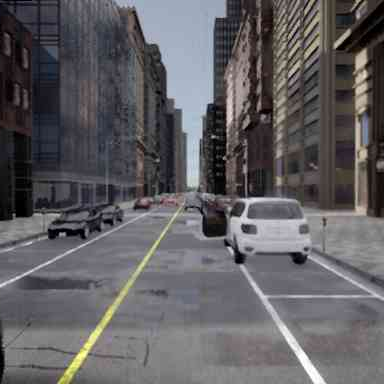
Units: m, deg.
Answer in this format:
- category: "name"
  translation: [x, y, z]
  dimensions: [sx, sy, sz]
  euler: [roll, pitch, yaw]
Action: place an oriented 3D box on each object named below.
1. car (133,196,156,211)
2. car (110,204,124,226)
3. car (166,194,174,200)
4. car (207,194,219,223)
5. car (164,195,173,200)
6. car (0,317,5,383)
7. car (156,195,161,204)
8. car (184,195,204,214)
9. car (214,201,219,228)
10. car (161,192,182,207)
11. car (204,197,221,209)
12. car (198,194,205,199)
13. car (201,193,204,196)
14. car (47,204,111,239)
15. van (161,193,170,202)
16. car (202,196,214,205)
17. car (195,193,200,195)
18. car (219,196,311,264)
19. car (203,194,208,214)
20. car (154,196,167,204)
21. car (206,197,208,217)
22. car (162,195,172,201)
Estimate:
- category: "car"
  translation: [-5.816, 1.449, 39.456]
  dimensions: [1.887, 1.381, 4.507]
  euler: [0, 0, 0]
- category: "car"
  translation: [-5.794, 1.508, 22.649]
  dimensions: [1.947, 1.339, 4.313]
  euler: [0, 0, 0]
- category: "car"
  translation: [-5.880, 1.322, 89.705]
  dimensions: [1.752, 1.417, 4.829]
  euler: [0, 0, 0]
- category: "car"
  translation: [2.723, 1.243, 28.273]
  dimensions: [2.192, 1.841, 5.009]
  euler: [0, 0, 0]
- category: "car"
  translation: [-5.873, 1.353, 84.272]
  dimensions: [1.887, 1.381, 4.507]
  euler: [0, 0, 0]
- category: "car"
  translation: [-3.103, 1.347, 1.740]
  dimensions: [2.097, 1.767, 4.553]
  euler: [0, 0, 0]
- category: "car"
  translation: [-5.838, 1.308, 56.262]
  dimensions: [1.967, 1.590, 4.097]
  euler: [0, 0, 0]
- category: "car"
  translation: [0.031, 1.451, 39.797]
  dimensions: [2.033, 1.411, 5.357]
  euler: [0, 0, 0]
- category: "car"
  translation: [2.731, 1.523, 22.673]
  dimensions: [1.802, 1.307, 4.206]
  euler: [0, 0, 0]
- category: "car"
  translation: [-3.066, 1.231, 49.919]
  dimensions: [2.097, 1.767, 4.553]
  euler: [0, 0, 0]
- category: "car"
  translation: [2.703, 1.457, 45.079]
  dimensions: [1.947, 1.339, 4.313]
  euler: [0, 0, 0]
- category: "car"
  translation: [2.639, 1.366, 95.496]
  dimensions: [1.802, 1.307, 4.206]
  euler: [0, 0, 0]
- category: "car"
  translation: [2.695, 1.320, 50.681]
  dimensions: [1.967, 1.590, 4.097]
  euler: [0, 0, 0]
- category: "car"
  translation: [-5.787, 1.521, 17.047]
  dimensions: [1.947, 1.339, 4.313]
  euler: [0, 0, 0]
- category: "van"
  translation: [-5.859, 1.173, 73.068]
  dimensions: [1.690, 1.788, 3.998]
  euler: [0, 0, 0]
- category: "car"
  translation: [2.688, 1.449, 56.283]
  dimensions: [1.802, 1.307, 4.206]
  euler: [0, 0, 0]
- category: "car"
  translation: [-0.063, 1.386, 50.363]
  dimensions: [1.837, 1.490, 4.892]
  euler: [0, 0, 0]
- category: "car"
  translation: [2.378, 1.190, 11.835]
  dimensions: [2.150, 2.045, 5.566]
  euler: [0, 0, 0]
- category: "car"
  translation: [2.709, 1.344, 39.477]
  dimensions: [1.967, 1.590, 4.097]
  euler: [0, 0, 0]
- category: "car"
  translation: [-5.844, 1.401, 61.863]
  dimensions: [1.887, 1.381, 4.507]
  euler: [0, 0, 0]
- category: "car"
  translation: [2.717, 1.482, 33.876]
  dimensions: [1.947, 1.339, 4.313]
  euler: [0, 0, 0]
- category: "car"
  translation: [-5.866, 1.365, 78.671]
  dimensions: [1.887, 1.381, 4.507]
  euler: [0, 0, 0]
